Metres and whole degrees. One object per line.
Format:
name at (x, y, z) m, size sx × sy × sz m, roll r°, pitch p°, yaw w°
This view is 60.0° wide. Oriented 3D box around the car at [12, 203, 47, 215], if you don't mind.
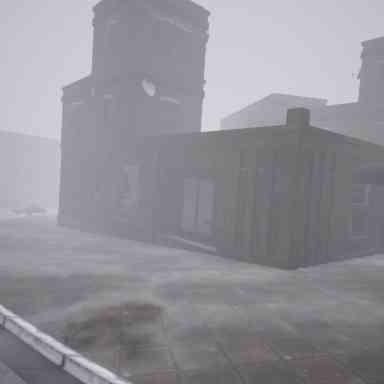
car at (-20.221, 2.105, 41.610) m, size 2.033 × 1.411 × 5.357 m, roll 4°, pitch -2°, yaw 3°
